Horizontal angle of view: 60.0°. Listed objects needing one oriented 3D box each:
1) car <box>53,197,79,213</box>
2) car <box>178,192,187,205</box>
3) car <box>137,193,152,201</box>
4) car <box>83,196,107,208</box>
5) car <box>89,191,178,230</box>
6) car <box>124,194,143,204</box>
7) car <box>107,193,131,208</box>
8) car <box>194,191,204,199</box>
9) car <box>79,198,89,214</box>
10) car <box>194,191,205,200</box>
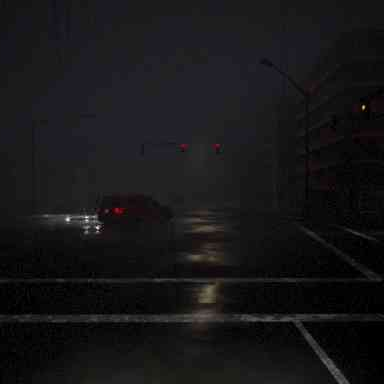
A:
[{"bbox_3d":[-13.007,1.346,35.324,1.882,1.535,5.008,0,1,1],"label":"car"},{"bbox_3d":[-2.105,1.141,51.230,1.812,1.442,4.674,0,1,1],"label":"car"},{"bbox_3d":[-9.093,0.947,63.478,2.033,1.411,5.357,0,1,1],"label":"car"},{"bbox_3d":[-12.895,1.302,44.315,1.994,1.385,4.181,0,1,0],"label":"car"},{"bbox_3d":[-3.543,1.181,21.392,2.150,2.045,5.566,2,1,31],"label":"car"},{"bbox_3d":[-9.280,1.132,52.943,2.033,1.411,5.357,0,1,1],"label":"car"},{"bbox_3d":[-9.402,1.106,43.299,2.097,1.767,4.553,0,1,1],"label":"car"},{"bbox_3d":[1.604,0.556,75.795,2.097,1.767,4.553,0,1,1],"label":"car"},{"bbox_3d":[-9.519,1.369,34.257,2.128,1.511,4.902,0,1,1],"label":"car"},{"bbox_3d":[1.574,0.855,65.405,2.128,1.511,4.902,0,1,1],"label":"car"}]
